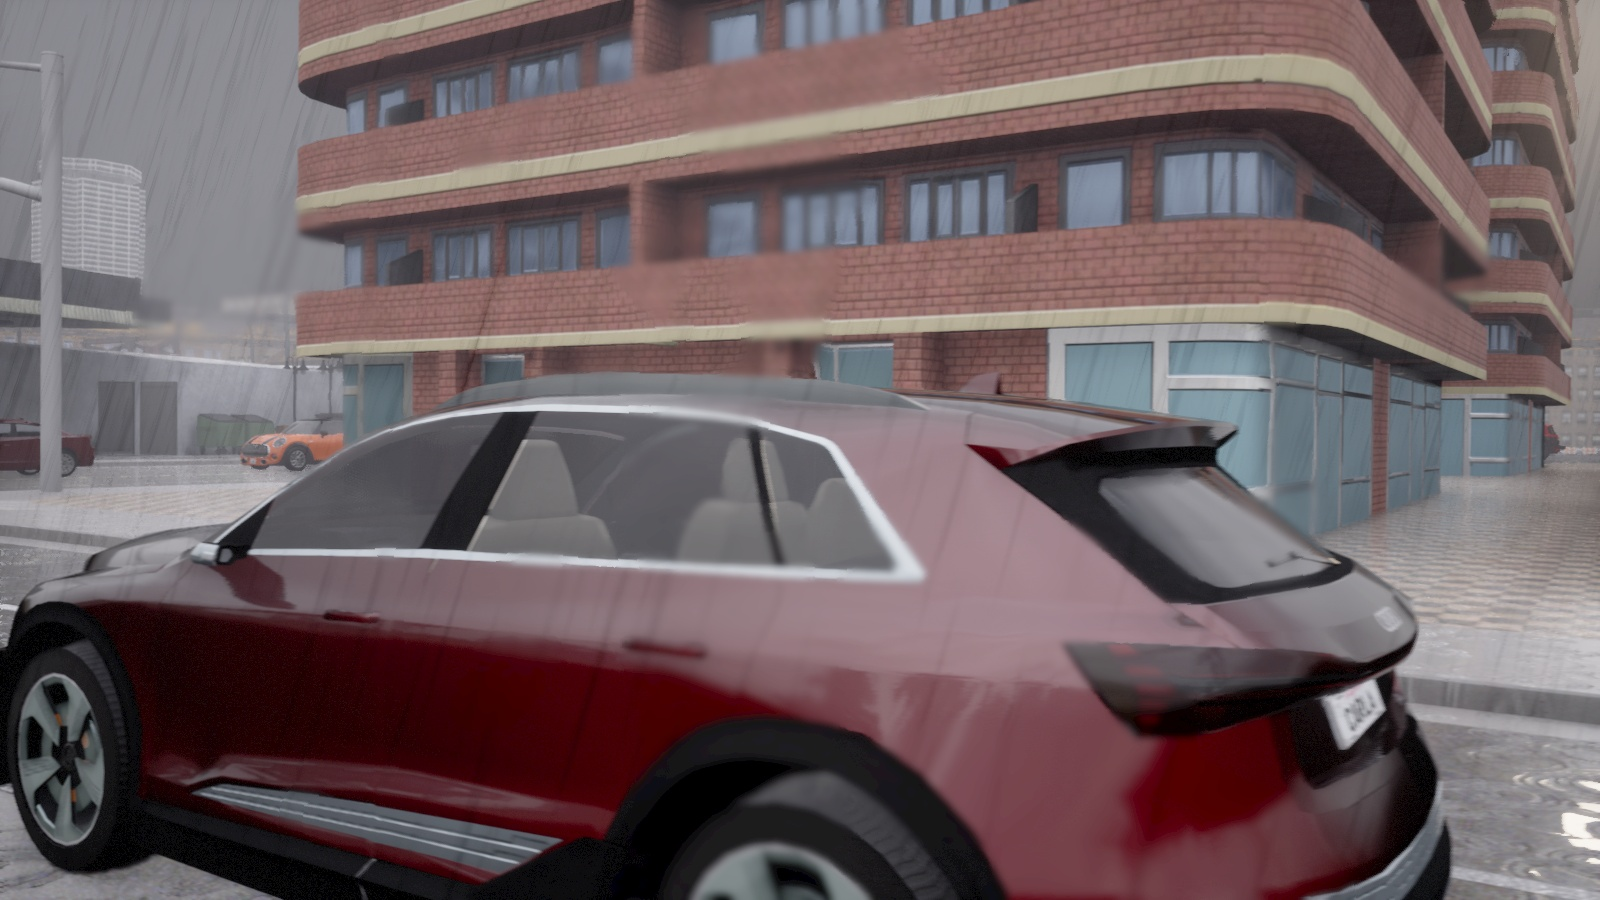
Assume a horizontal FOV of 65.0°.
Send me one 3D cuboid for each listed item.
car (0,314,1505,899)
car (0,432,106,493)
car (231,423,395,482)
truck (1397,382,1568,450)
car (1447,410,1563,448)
[{"bbox_3d":[-0.610,0.601,4.026,4.856,1.649,2.033,0,1,34],"label":"car"},{"bbox_3d":[-20.864,0.313,32.258,1.882,1.535,5.008,0,1,32],"label":"car"},{"bbox_3d":[-15.586,0.034,40.429,2.097,1.767,4.553,0,1,33],"label":"car"},{"bbox_3d":[37.285,-1.805,68.743,7.936,3.462,2.891,-1,0,34],"label":"truck"},{"bbox_3d":[39.933,-1.172,71.198,5.566,2.045,2.150,-1,0,34],"label":"car"}]
